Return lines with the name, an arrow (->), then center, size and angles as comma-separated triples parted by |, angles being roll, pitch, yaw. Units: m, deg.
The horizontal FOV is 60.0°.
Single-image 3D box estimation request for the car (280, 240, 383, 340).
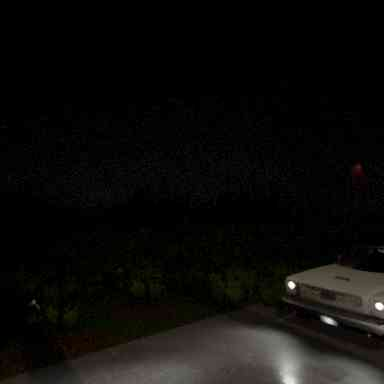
car -> 3.851, 1.699, 6.520 | 4.718, 1.301, 1.895 | 1, -1, -38
